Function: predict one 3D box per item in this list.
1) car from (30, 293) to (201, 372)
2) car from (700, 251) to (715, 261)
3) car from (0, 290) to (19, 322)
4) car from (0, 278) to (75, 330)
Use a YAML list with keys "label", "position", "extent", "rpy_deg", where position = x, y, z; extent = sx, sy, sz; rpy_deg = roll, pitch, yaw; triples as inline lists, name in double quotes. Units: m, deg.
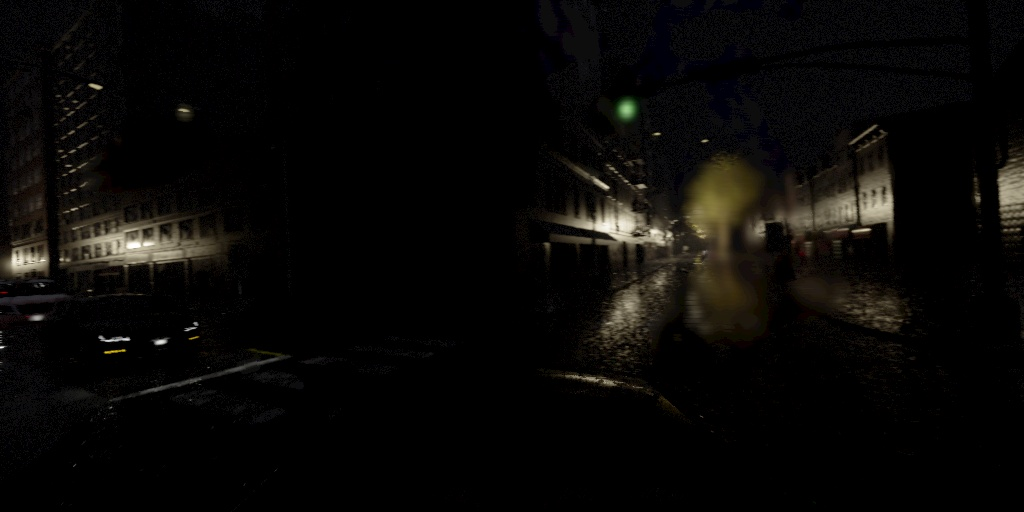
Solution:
- label: "car"
  position: [-9.836, 1.739, 8.975]
  extent: [4.892, 1.490, 1.837]
  rpy_deg: [-3, -1, 28]
- label: "car"
  position: [29.038, 0.008, 53.161]
  extent: [2.033, 1.411, 5.357]
  rpy_deg: [-3, 0, 28]
- label: "car"
  position: [-27.824, 2.633, 18.455]
  extent: [4.902, 1.511, 2.128]
  rpy_deg: [-3, -1, 28]
- label: "car"
  position: [-18.808, 1.906, 13.713]
  extent: [5.566, 2.045, 2.150]
  rpy_deg: [-3, -1, 29]
